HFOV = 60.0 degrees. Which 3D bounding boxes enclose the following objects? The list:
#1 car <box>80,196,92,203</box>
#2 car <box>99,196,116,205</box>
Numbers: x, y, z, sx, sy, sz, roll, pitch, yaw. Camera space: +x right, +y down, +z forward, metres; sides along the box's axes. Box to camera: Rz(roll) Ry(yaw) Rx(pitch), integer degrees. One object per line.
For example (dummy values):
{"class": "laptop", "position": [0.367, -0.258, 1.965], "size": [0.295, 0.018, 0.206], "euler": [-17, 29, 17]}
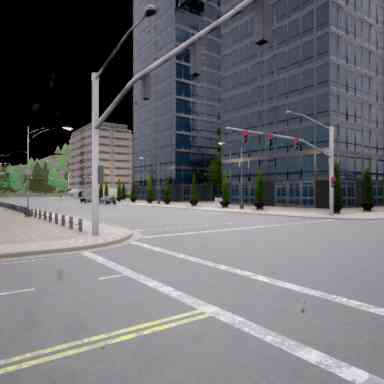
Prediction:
{"class": "car", "position": [-20.624, 1.492, 65.715], "size": [2.033, 1.411, 5.357], "euler": [0, 0, -33]}
{"class": "car", "position": [-14.656, 1.449, 57.203], "size": [1.837, 1.490, 4.892], "euler": [0, 0, -35]}
